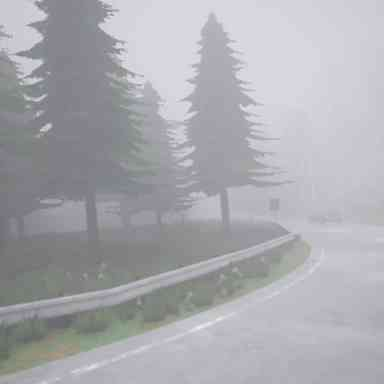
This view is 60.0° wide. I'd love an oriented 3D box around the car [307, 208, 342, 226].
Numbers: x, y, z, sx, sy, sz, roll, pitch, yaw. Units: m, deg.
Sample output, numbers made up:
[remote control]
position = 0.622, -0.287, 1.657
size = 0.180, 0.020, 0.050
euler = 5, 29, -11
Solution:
[car]
position = 12.493, 2.328, 31.727
size = 2.128, 1.511, 4.902
euler = -4, -3, -1
